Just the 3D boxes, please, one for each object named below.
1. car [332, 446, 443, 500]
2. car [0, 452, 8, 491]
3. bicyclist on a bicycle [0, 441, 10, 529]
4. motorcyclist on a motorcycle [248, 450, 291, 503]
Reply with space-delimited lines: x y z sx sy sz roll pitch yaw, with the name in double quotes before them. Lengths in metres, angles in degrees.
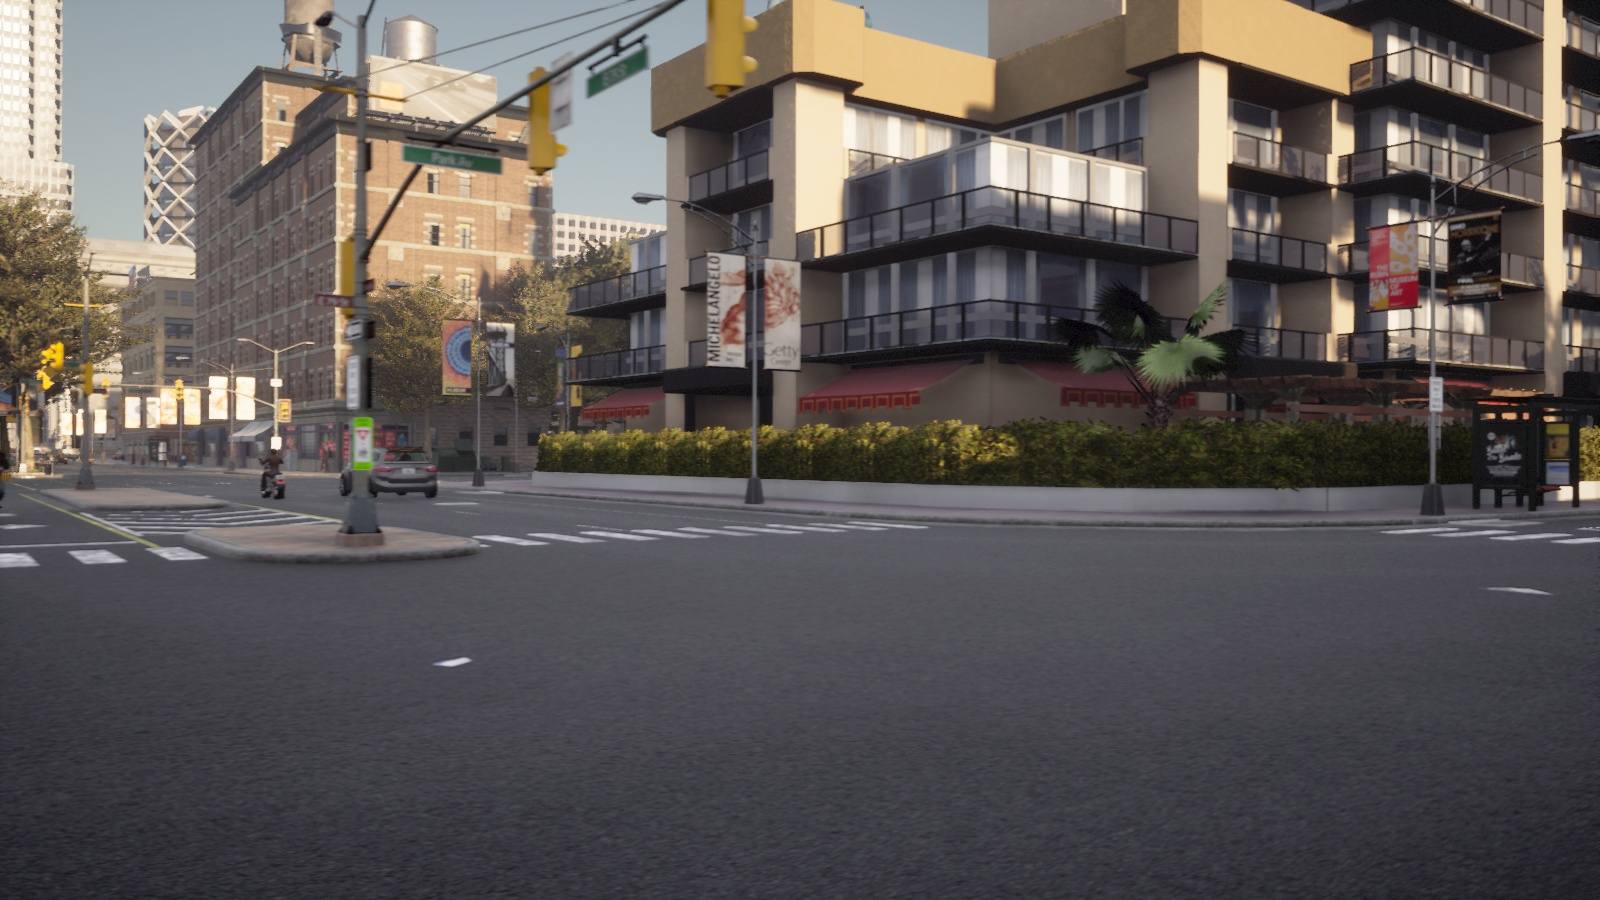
"car" -13.708 0.720 41.523 2.242 1.667 4.611 0 0 -35
"car" -34.893 0.881 50.224 5.366 1.575 1.801 0 0 -36
"bicyclist on a bicycle" -16.786 0.715 25.980 0.659 1.776 1.843 0 0 -35
"motorcyclist on a motorcycle" -16.871 0.829 39.936 0.766 1.649 2.350 0 0 -35
